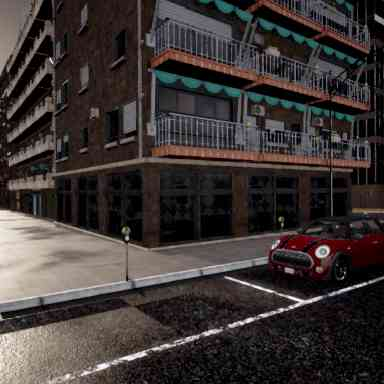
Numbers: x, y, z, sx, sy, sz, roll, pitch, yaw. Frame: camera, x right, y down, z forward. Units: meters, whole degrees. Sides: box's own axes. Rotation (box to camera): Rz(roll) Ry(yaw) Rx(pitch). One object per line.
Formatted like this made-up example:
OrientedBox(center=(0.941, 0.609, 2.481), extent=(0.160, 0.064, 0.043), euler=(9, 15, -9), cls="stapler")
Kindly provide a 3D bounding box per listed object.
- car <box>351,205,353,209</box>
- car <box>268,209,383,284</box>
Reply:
OrientedBox(center=(17.738, 1.745, 41.600), extent=(1.967, 1.590, 4.097), euler=(-2, 0, -36), cls="car")
OrientedBox(center=(4.046, 1.439, 9.476), extent=(4.097, 1.590, 1.967), euler=(0, -1, -36), cls="car")
